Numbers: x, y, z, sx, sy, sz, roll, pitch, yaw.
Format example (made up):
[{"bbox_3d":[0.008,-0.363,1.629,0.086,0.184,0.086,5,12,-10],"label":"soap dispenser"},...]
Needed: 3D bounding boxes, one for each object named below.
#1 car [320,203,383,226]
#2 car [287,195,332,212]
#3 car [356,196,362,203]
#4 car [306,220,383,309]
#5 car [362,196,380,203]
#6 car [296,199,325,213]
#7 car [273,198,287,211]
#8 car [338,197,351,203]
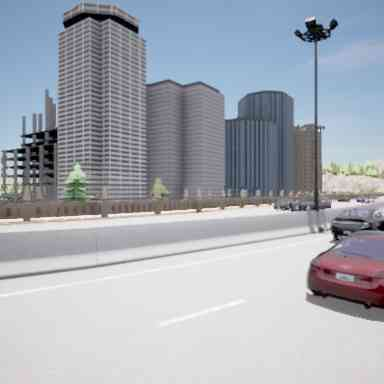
[{"bbox_3d":[8.377,1.524,15.957,4.902,1.511,2.128,0,0,-45],"label":"car"},{"bbox_3d":[10.689,1.292,29.340,2.150,2.045,5.566,0,0,38],"label":"car"},{"bbox_3d":[37.531,1.613,73.545,1.882,1.535,5.008,0,0,35],"label":"car"},{"bbox_3d":[4.421,1.579,7.575,4.181,1.385,1.994,0,0,-40],"label":"car"},{"bbox_3d":[33.175,1.470,61.128,2.097,1.767,4.553,0,0,35],"label":"car"},{"bbox_3d":[14.580,1.642,40.632,2.033,1.411,5.357,0,0,35],"label":"car"},{"bbox_3d":[12.128,1.612,43.226,1.837,1.490,4.892,0,0,35],"label":"car"},{"bbox_3d":[34.639,1.743,75.515,1.895,1.301,4.718,0,0,35],"label":"car"}]
